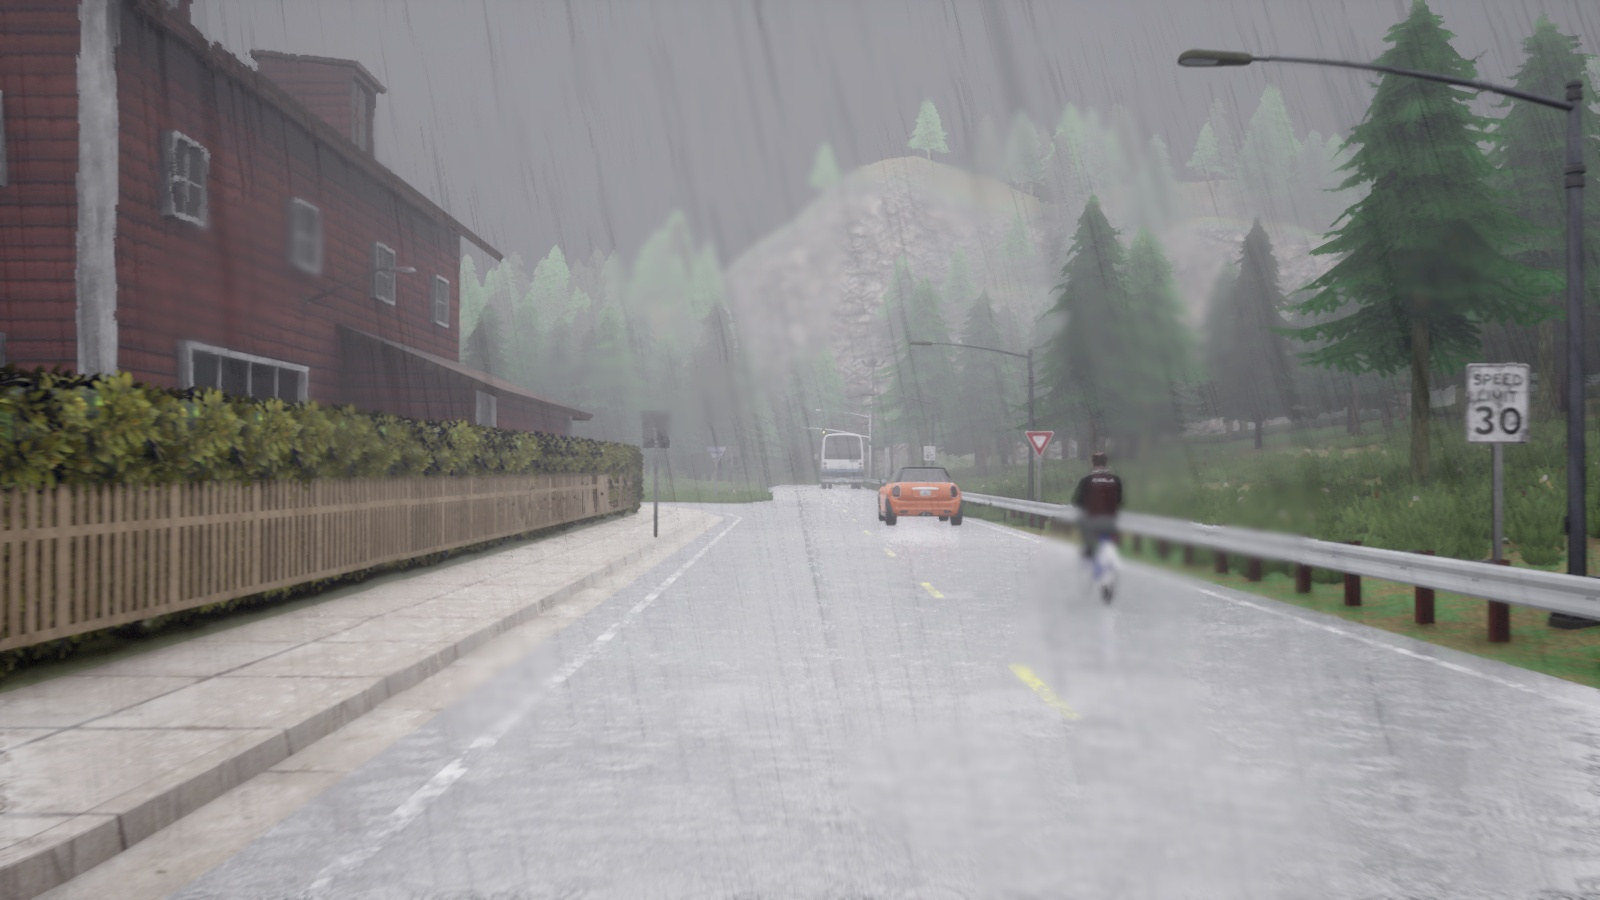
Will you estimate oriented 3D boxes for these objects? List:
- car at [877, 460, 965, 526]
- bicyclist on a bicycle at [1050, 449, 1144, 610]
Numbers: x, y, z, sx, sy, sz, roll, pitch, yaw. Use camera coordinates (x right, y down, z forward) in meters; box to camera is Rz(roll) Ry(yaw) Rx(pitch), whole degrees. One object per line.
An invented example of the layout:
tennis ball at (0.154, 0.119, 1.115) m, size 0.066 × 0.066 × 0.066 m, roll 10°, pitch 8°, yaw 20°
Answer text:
car at (3.412, 1.201, 36.353) m, size 2.097 × 1.767 × 4.553 m, roll 0°, pitch -1°, yaw 0°
bicyclist on a bicycle at (3.464, 0.890, 14.811) m, size 0.659 × 1.776 × 1.843 m, roll 0°, pitch -1°, yaw 0°
